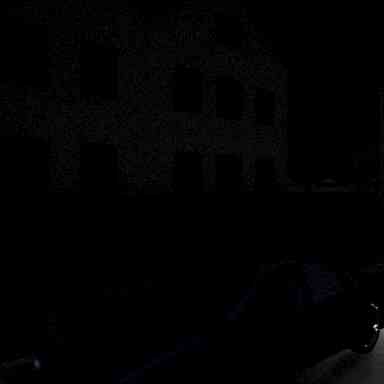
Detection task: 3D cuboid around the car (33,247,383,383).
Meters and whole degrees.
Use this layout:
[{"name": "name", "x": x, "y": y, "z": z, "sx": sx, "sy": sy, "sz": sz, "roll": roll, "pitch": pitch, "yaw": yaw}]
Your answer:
[{"name": "car", "x": 0.860, "y": 1.541, "z": 4.570, "sx": 5.357, "sy": 1.411, "sz": 2.033, "roll": 0, "pitch": 0, "yaw": -35}]
